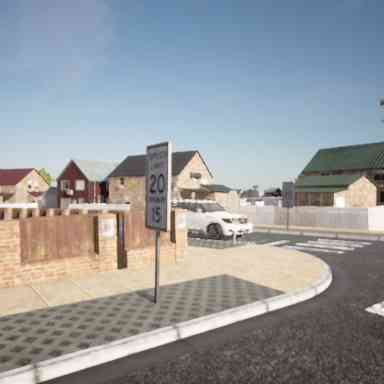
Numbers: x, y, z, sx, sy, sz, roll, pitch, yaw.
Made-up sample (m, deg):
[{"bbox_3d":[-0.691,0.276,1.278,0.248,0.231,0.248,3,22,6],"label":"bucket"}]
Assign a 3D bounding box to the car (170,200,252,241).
[{"bbox_3d":[0.492,1.429,17.996,5.566,2.045,2.150,-1,-2,42],"label":"car"}]
